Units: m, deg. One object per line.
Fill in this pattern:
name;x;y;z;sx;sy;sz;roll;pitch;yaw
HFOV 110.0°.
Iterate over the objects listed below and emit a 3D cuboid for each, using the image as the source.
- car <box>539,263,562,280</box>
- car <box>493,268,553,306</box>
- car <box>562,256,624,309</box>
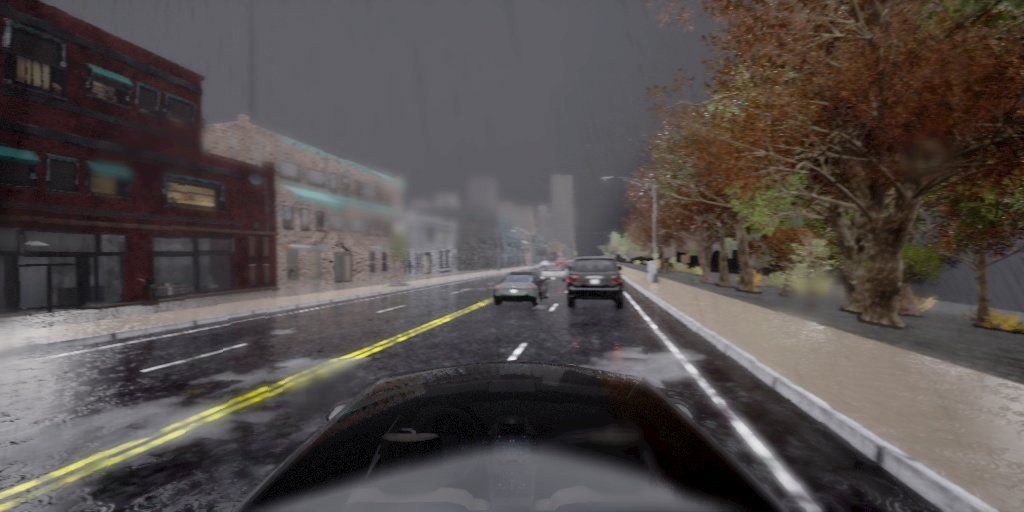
car;3.810;1.529;31.078;1.895;1.301;4.718;-1;0;13
car;0.519;1.423;16.682;1.994;1.385;4.181;-1;0;13
car;3.610;1.029;15.654;2.150;2.045;5.566;-1;0;13
